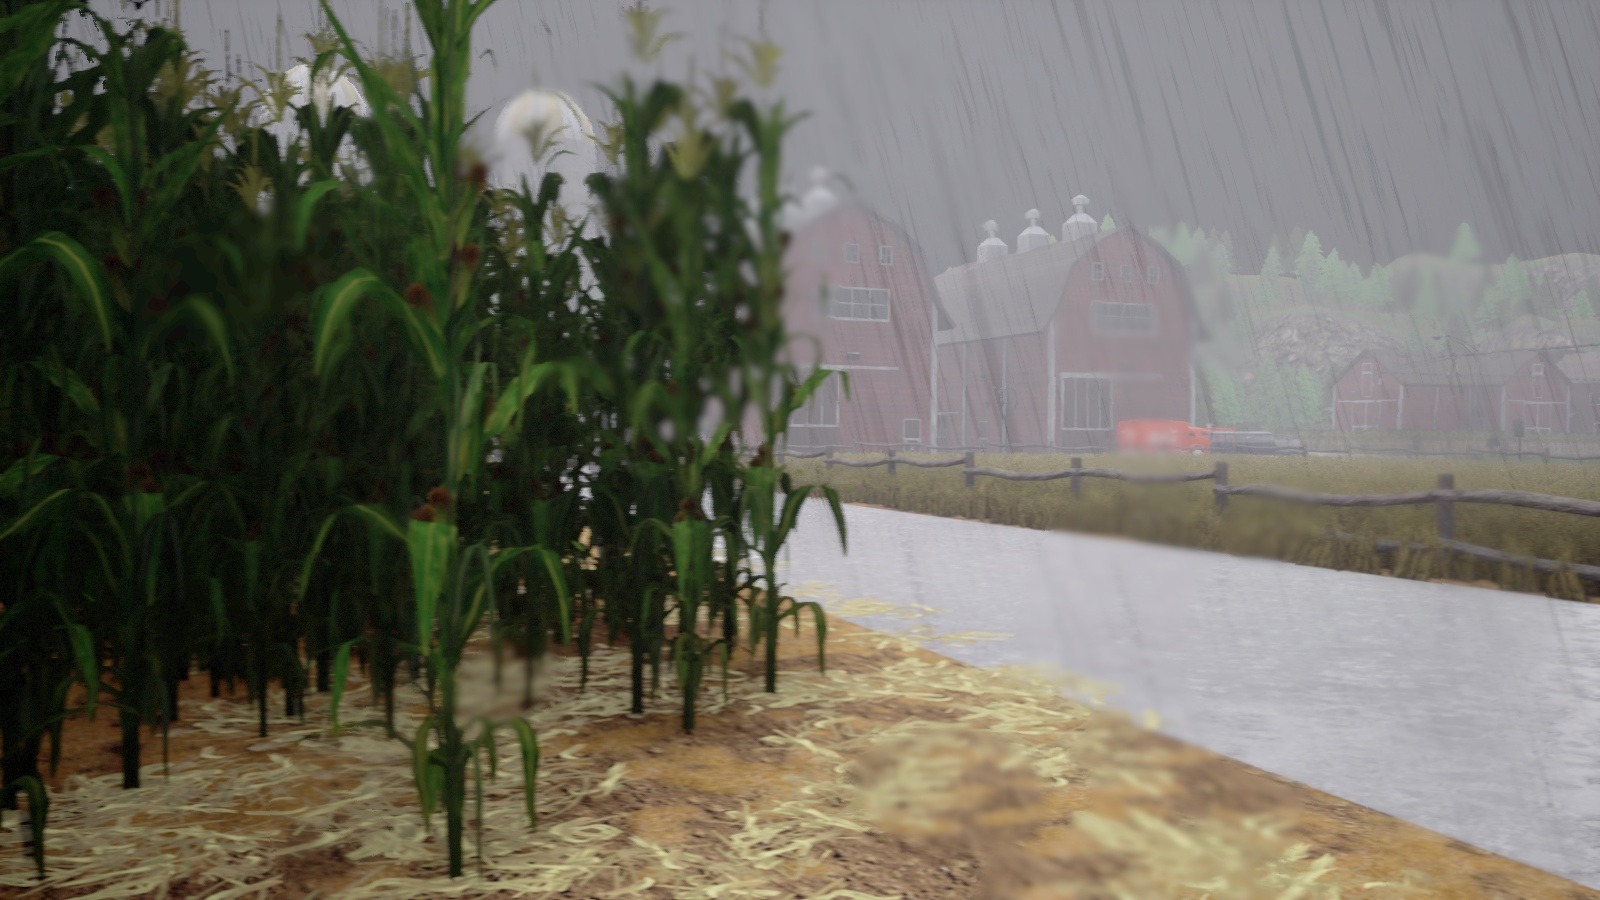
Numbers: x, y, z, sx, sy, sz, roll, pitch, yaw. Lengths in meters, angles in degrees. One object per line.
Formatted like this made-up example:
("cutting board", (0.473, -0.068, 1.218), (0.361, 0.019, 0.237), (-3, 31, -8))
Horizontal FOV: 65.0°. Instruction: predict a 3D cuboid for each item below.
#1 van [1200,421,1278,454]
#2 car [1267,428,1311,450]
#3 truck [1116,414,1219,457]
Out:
("van", (27.066, -0.752, 77.569), (4.442, 1.987, 1.775), (-1, 1, 17))
("car", (34.222, -0.801, 88.011), (2.163, 1.488, 4.792), (0, 1, 13))
("truck", (21.580, -0.872, 73.764), (5.204, 2.467, 2.627), (-1, 1, -19))
